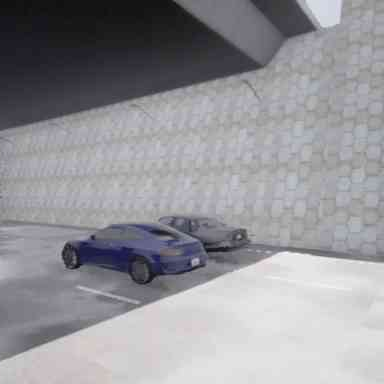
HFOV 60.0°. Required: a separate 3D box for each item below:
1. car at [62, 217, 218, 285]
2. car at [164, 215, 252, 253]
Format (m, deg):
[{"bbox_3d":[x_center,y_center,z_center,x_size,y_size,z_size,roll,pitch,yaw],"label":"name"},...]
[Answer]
[{"bbox_3d":[-1.783,1.559,9.556,4.674,1.442,1.812,0,0,36],"label":"car"},{"bbox_3d":[-0.430,1.589,12.898,5.357,1.411,2.033,0,0,36],"label":"car"}]
